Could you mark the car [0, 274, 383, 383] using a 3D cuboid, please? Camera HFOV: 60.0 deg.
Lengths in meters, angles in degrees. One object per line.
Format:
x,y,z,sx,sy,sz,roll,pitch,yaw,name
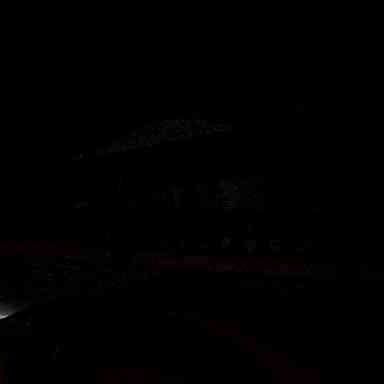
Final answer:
-0.342,1.561,3.152,4.181,1.385,1.994,0,0,20,car
